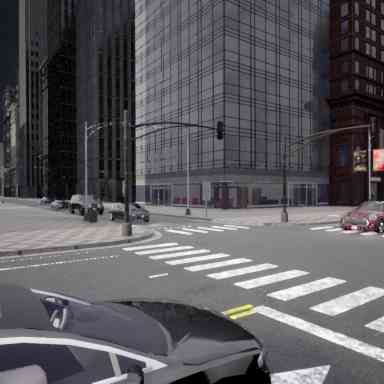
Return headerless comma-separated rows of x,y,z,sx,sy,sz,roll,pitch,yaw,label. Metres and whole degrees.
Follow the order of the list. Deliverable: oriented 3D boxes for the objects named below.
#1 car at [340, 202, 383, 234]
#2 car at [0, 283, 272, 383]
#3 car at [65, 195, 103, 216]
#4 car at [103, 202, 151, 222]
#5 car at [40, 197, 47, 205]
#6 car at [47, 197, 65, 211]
10.659,1.355,19.403,4.553,1.767,2.097,0,0,-36,car
-1.485,1.491,2.379,4.902,1.511,2.128,0,0,-36,car
-11.032,1.296,34.576,2.150,2.045,5.566,0,0,-35,car
-4.977,1.555,26.035,1.837,1.490,4.892,0,0,-35,car
-27.602,1.653,63.486,1.837,1.490,4.892,0,0,-35,car
-16.840,1.662,42.787,1.994,1.385,4.181,0,0,-36,car
